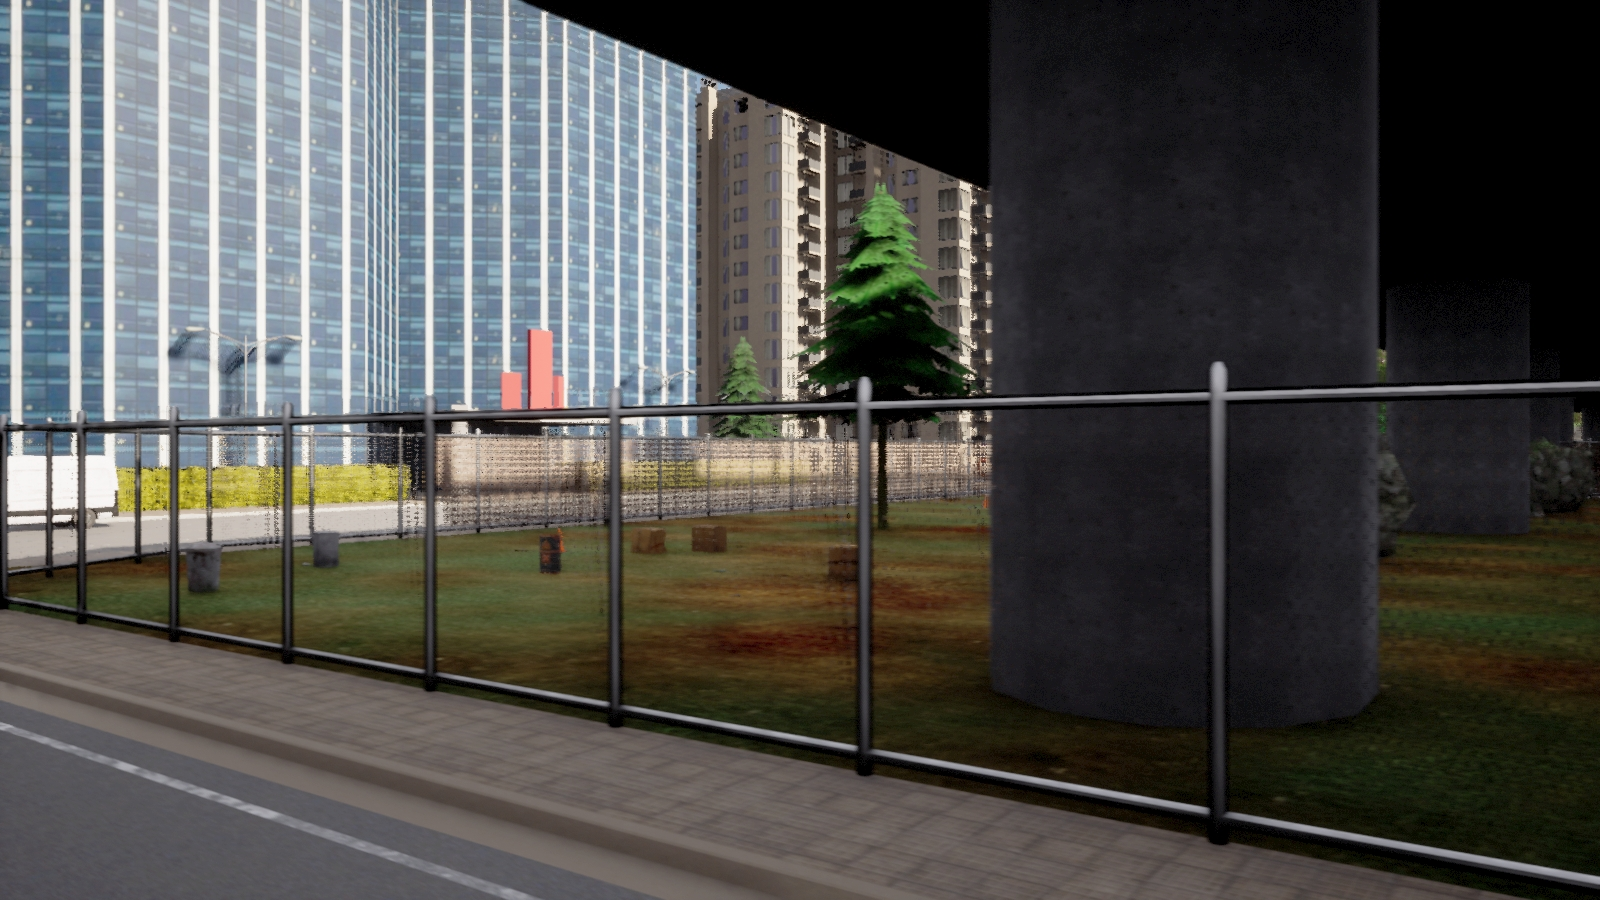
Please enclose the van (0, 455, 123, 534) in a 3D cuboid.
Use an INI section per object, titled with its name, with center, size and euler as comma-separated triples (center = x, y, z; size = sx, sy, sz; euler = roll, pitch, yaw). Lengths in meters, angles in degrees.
[van]
center = -26.678, 1.481, 38.915
size = 1.988, 2.561, 5.915
euler = 0, 0, 35
